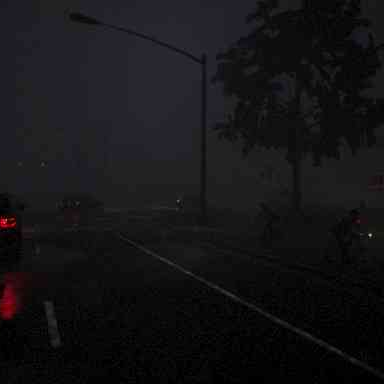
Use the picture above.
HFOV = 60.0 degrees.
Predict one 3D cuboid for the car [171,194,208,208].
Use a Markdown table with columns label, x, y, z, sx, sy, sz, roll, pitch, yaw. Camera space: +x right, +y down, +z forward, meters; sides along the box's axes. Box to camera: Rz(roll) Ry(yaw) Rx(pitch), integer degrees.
| label | x | y | z | sx | sy | sz | roll | pitch | yaw |
| --- | --- | --- | --- | --- | --- | --- | --- | --- | --- |
| car | -0.337 | 1.019 | 41.411 | 4.553 | 1.767 | 2.097 | 0 | 1 | -28 |

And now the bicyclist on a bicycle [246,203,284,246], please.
| label | x | y | z | sx | sy | sz | roll | pitch | yaw |
| --- | --- | --- | --- | --- | --- | --- | --- | --- | --- |
| bicyclist on a bicycle | 2.816 | 1.229 | 12.680 | 1.656 | 1.620 | 0.582 | 1 | 0 | -19 |

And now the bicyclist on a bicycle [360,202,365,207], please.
| label | x | y | z | sx | sy | sz | roll | pitch | yaw |
| --- | --- | --- | --- | --- | --- | --- | --- | --- | --- |
| bicyclist on a bicycle | 7.300 | 1.271 | 14.360 | 0.582 | 1.620 | 1.656 | 1 | 1 | 42 |

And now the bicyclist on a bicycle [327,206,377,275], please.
| label | x | y | z | sx | sy | sz | roll | pitch | yaw |
| --- | --- | --- | --- | --- | --- | --- | --- | --- | --- |
| bicyclist on a bicycle | 4.171 | 1.273 | 8.794 | 0.582 | 1.620 | 1.656 | 0 | 0 | -21 |

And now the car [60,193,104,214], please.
| label | x | y | z | sx | sy | sz | roll | pitch | yaw |
| --- | --- | --- | --- | --- | --- | --- | --- | --- | --- |
| car | -10.003 | 0.995 | 30.738 | 2.097 | 1.767 | 4.553 | 1 | 1 | 16 |

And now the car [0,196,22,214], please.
| label | x | y | z | sx | sy | sz | roll | pitch | yaw |
| --- | --- | --- | --- | --- | --- | --- | --- | --- | --- |
| car | -16.789 | 1.099 | 30.792 | 1.812 | 1.442 | 4.674 | 0 | 1 | -27 |

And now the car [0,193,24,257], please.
| label | x | y | z | sx | sy | sz | roll | pitch | yaw |
| --- | --- | --- | --- | --- | --- | --- | --- | --- | --- |
| car | -7.307 | 1.053 | 11.830 | 2.150 | 2.045 | 5.566 | 0 | 0 | -27 |

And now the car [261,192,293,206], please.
| label | x | y | z | sx | sy | sz | roll | pitch | yaw |
| --- | --- | --- | --- | --- | --- | --- | --- | --- | --- |
| car | 12.747 | 0.962 | 48.365 | 5.566 | 2.045 | 2.150 | 0 | 1 | -28 |
